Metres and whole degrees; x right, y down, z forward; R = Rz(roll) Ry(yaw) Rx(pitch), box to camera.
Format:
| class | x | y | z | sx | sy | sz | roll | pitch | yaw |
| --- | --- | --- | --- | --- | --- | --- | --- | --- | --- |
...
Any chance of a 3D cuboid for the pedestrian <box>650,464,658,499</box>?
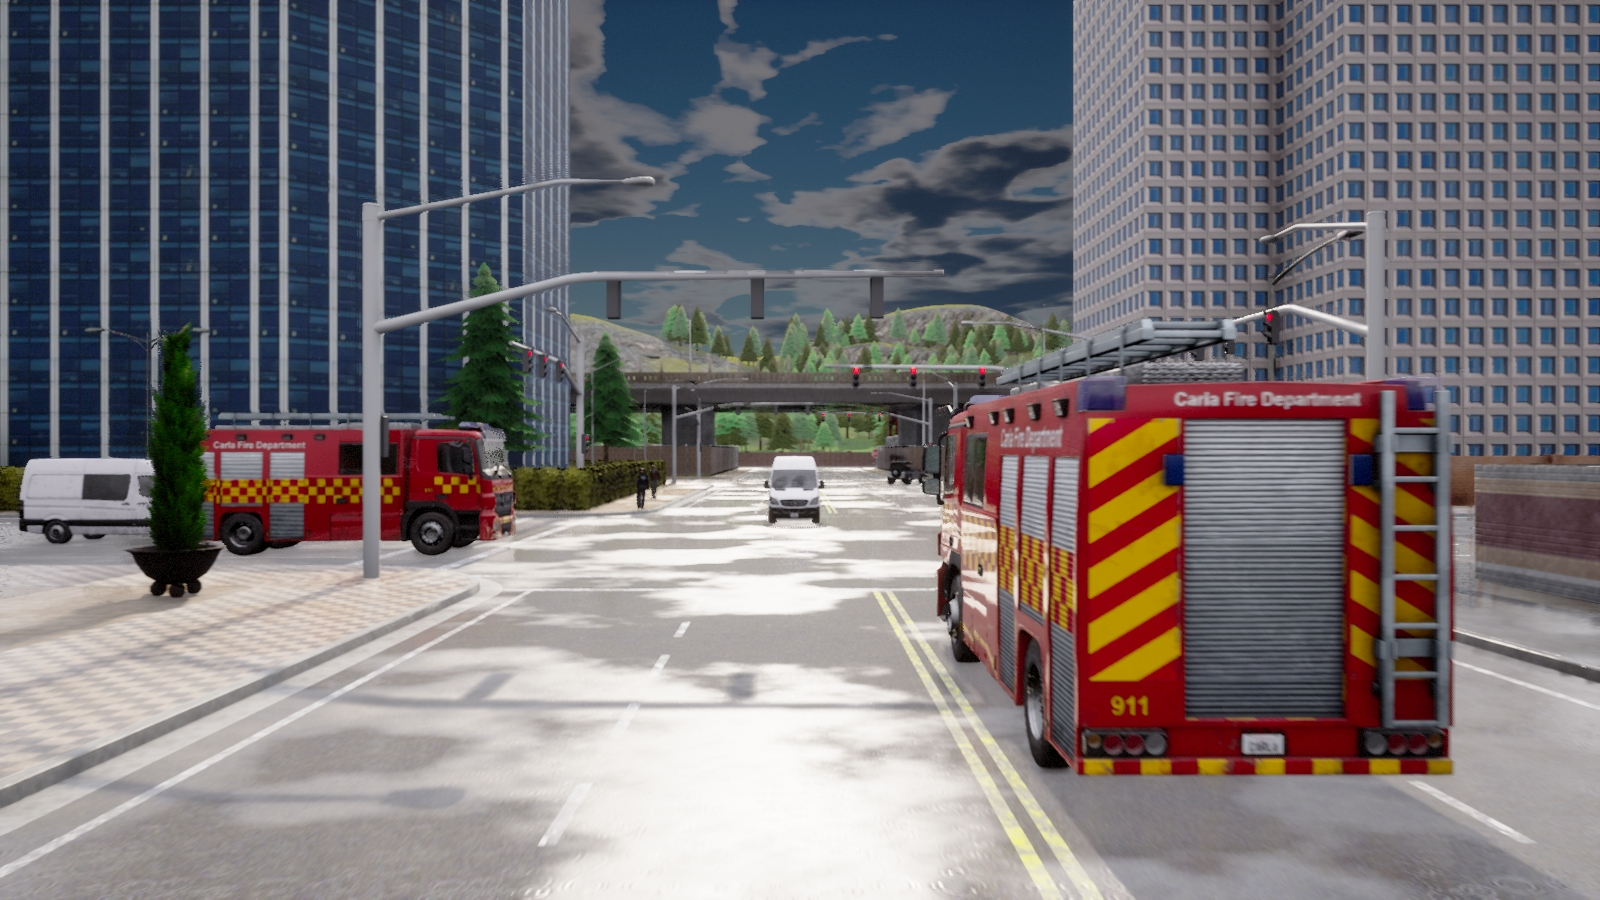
| class | x | y | z | sx | sy | sz | roll | pitch | yaw |
| --- | --- | --- | --- | --- | --- | --- | --- | --- | --- |
| pedestrian | -7.849 | 1.704 | 61.466 | 0.375 | 1.860 | 0.375 | 0 | 0 | 2 |

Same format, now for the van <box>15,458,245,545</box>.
| class | x | y | z | sx | sy | sz | roll | pitch | yaw |
| --- | --- | --- | --- | --- | --- | --- | --- | --- | --- |
| van | -20.463 | 1.539 | 35.073 | 5.915 | 2.561 | 1.988 | 0 | 0 | 0 |

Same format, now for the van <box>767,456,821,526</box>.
| class | x | y | z | sx | sy | sz | roll | pitch | yaw |
| --- | --- | --- | --- | --- | --- | --- | --- | --- | --- |
| van | -0.231 | 1.540 | 45.474 | 1.988 | 2.561 | 5.915 | 0 | 0 | 0 |

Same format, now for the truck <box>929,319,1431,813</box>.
| class | x | y | z | sx | sy | sz | roll | pitch | yaw |
| --- | --- | --- | --- | --- | --- | --- | --- | --- | --- |
| truck | 3.426 | 0.893 | 13.085 | 2.891 | 3.827 | 8.468 | 0 | 0 | 0 |

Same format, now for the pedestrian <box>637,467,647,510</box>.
| class | x | y | z | sx | sy | sz | roll | pitch | yaw |
| --- | --- | --- | --- | --- | --- | --- | --- | --- | --- |
| pedestrian | -7.002 | 1.703 | 50.740 | 0.375 | 1.860 | 0.375 | 0 | 0 | -20 |

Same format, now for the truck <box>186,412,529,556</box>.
| class | x | y | z | sx | sy | sz | roll | pitch | yaw |
| --- | --- | --- | --- | --- | --- | --- | --- | --- | --- |
| truck | -12.134 | 0.895 | 31.916 | 8.468 | 3.827 | 2.891 | 0 | 0 | -1 |
